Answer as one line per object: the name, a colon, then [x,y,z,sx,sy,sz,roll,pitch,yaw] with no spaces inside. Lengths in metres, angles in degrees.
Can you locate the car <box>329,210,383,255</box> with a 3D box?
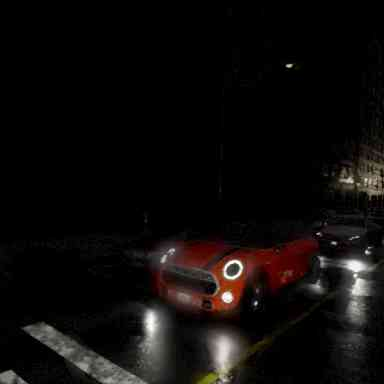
car: [6.951,1.729,14.512,1.812,1.442,4.674,2,0,40]

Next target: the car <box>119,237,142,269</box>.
car: [-0.190,1.531,9.973,1.802,1.307,4.206,2,0,40]

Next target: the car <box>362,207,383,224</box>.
car: [17.529,2.109,31.193,1.947,1.339,4.313,2,0,40]

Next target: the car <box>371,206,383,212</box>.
car: [12.915,1.881,21.635,1.882,1.535,5.008,2,0,40]

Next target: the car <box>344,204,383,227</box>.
car: [13.989,1.863,26.949,1.967,1.590,4.097,2,0,40]

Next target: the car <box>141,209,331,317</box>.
car: [1.313,1.368,7.744,2.097,1.767,4.553,2,0,40]

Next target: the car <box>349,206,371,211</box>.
car: [10.446,1.744,22.705,1.967,1.590,4.097,2,0,40]

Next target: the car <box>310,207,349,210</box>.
car: [6.902,1.625,18.461,1.967,1.590,4.097,2,0,40]

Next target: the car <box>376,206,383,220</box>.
car: [21.073,2.245,35.437,1.802,1.307,4.206,2,0,40]
